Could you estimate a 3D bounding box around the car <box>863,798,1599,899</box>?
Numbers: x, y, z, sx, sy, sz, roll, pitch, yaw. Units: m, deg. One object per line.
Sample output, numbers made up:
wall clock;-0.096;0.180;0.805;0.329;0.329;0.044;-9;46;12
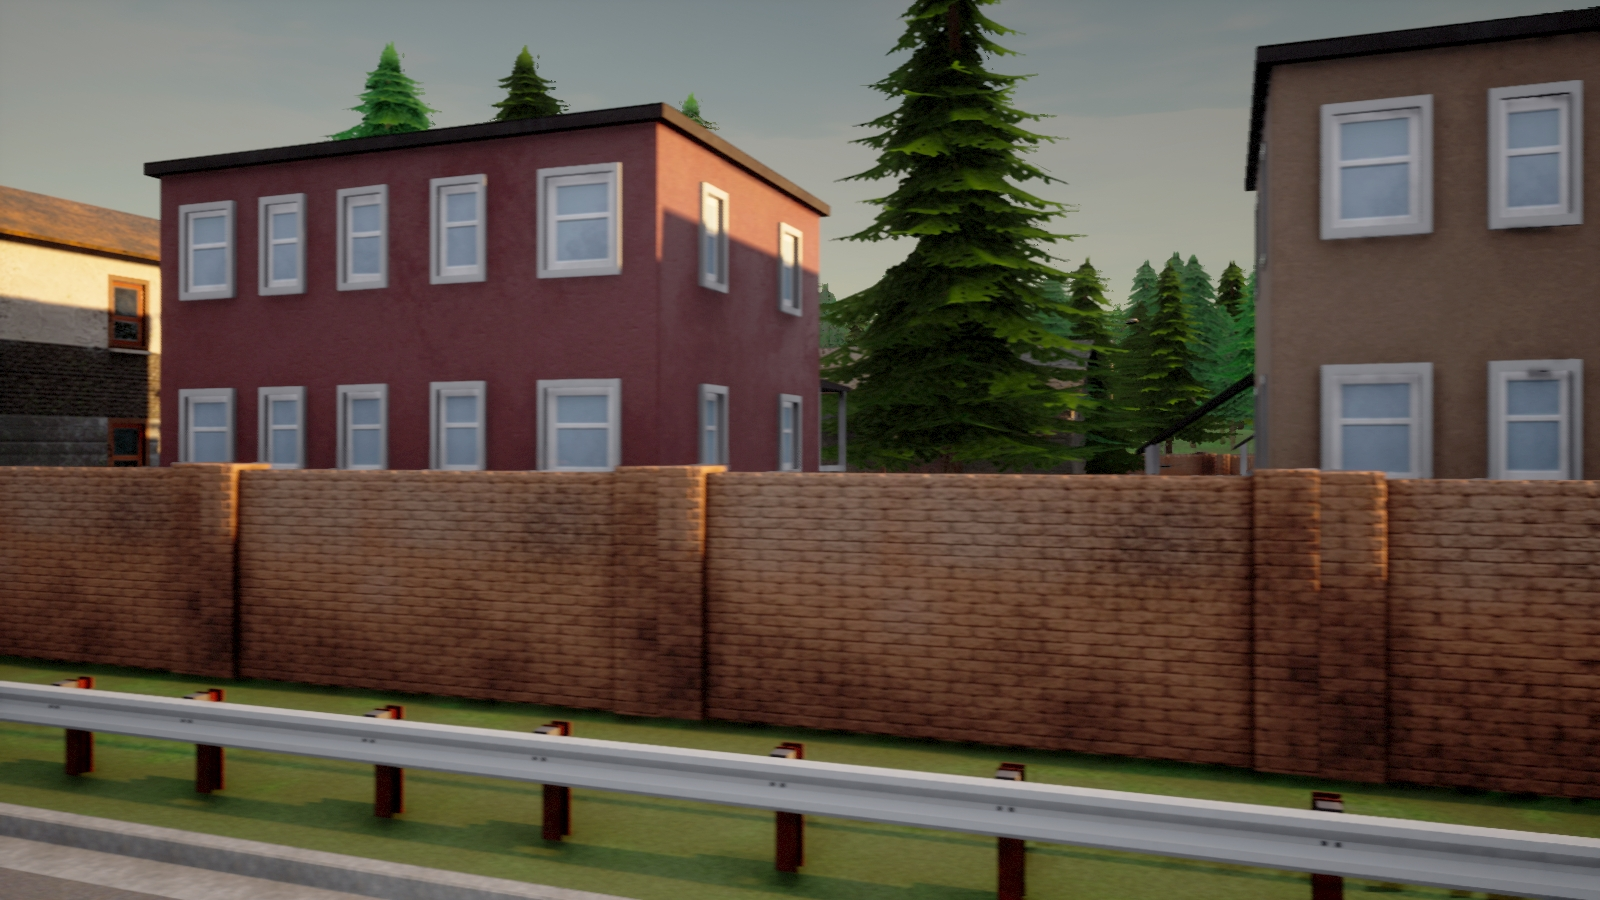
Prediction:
car;2.300;2.040;2.470;4.514;1.525;2.007;0;0;20
